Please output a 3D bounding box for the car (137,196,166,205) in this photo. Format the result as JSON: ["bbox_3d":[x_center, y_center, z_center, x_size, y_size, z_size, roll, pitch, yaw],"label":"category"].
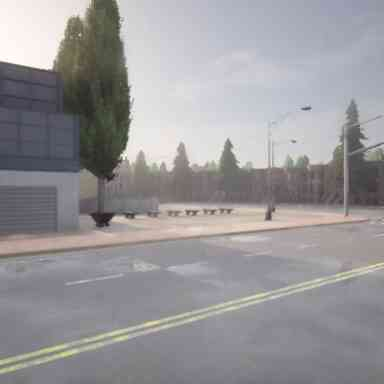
[{"bbox_3d":[-6.780,1.485,57.290,5.008,1.535,1.882,0,0,25],"label":"car"}]

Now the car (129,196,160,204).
[{"bbox_3d":[-8.874,1.556,62.032,5.357,1.411,2.033,0,0,21],"label":"car"}]
